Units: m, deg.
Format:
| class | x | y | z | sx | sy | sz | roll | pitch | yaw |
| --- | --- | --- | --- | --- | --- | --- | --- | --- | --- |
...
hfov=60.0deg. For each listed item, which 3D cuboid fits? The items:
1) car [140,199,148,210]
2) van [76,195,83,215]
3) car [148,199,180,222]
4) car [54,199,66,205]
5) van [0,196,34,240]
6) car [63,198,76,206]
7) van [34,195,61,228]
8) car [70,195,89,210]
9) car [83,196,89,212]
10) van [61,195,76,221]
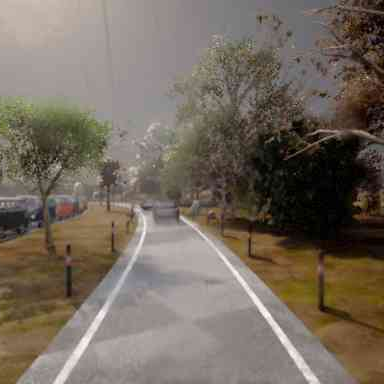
| class | x | y | z | sx | sy | sz | roll | pitch | yaw |
| --- | --- | --- | --- | --- | --- | --- | --- | --- | --- |
| car | -5.353 | 1.513 | 41.512 | 1.994 | 1.385 | 4.181 | -1 | 0 | -14 |
| van | -12.171 | 1.328 | 32.783 | 1.878 | 1.987 | 4.442 | 2 | -2 | -14 |
| car | -2.051 | 1.427 | 25.305 | 2.128 | 1.511 | 4.902 | 0 | 0 | -9 |
| car | -33.494 | 2.473 | 84.386 | 2.097 | 1.535 | 5.008 | -1 | -1 | -32 |
| van | -9.625 | 1.224 | 16.218 | 1.878 | 1.987 | 4.442 | 1 | -1 | -8 |
| car | -27.359 | 2.217 | 74.036 | 2.097 | 1.535 | 5.008 | -1 | -1 | -28 |
| van | -10.289 | 1.248 | 21.758 | 1.878 | 1.987 | 4.442 | 1 | -1 | -9 |
| car | -16.539 | 1.506 | 49.058 | 2.435 | 2.045 | 5.566 | 2 | -2 | -18 |
| car | -13.415 | 1.605 | 38.156 | 1.946 | 1.575 | 5.366 | 2 | -2 | -13 |
| van | -11.135 | 1.283 | 27.285 | 1.878 | 1.987 | 4.442 | 1 | -1 | -9 |
